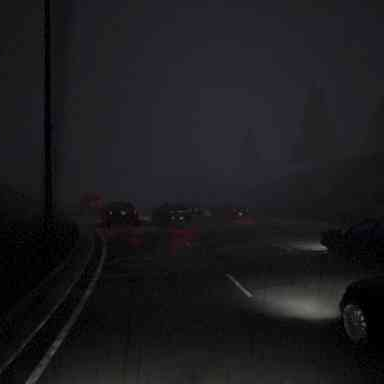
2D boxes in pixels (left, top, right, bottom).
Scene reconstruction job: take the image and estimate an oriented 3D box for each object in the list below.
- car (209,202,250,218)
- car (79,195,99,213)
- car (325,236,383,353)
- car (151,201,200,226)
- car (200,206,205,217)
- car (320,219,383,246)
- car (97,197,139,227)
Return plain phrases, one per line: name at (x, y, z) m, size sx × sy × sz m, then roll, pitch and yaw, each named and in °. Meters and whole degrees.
car at (3.286, 1.608, 30.516) m, size 1.895 × 1.301 × 4.718 m, roll 0°, pitch 0°, yaw -23°
car at (-12.143, 1.315, 39.572) m, size 2.150 × 2.045 × 5.566 m, roll 0°, pitch 0°, yaw -23°
car at (3.312, 1.512, 3.292) m, size 1.812 × 1.442 × 4.674 m, roll 0°, pitch 0°, yaw -3°
car at (-1.557, 1.518, 23.831) m, size 2.128 × 1.511 × 4.902 m, roll 0°, pitch 0°, yaw -21°
car at (-0.612, 1.575, 30.795) m, size 2.033 × 1.411 × 5.357 m, roll 0°, pitch 0°, yaw -24°
car at (6.093, 1.524, 10.121) m, size 2.033 × 1.411 × 5.357 m, roll 0°, pitch 0°, yaw -10°
car at (-5.185, 1.397, 23.418) m, size 2.097 × 1.767 × 4.553 m, roll 0°, pitch 0°, yaw -21°
